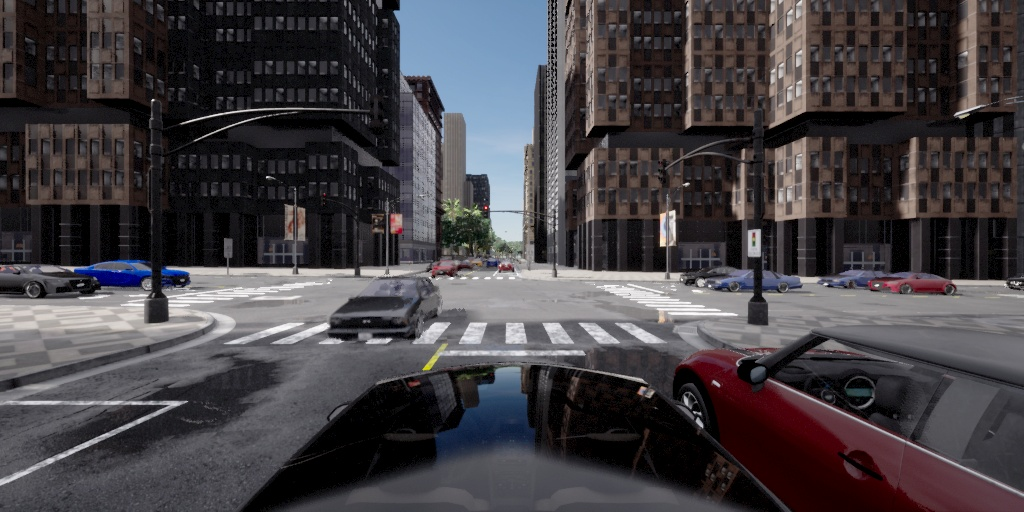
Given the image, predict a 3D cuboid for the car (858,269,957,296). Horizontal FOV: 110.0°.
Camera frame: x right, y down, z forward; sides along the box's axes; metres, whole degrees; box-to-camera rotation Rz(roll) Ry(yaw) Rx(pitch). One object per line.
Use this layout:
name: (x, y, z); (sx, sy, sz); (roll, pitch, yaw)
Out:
car: (25.060, 1.699, 22.616); (4.181, 1.385, 1.994); (1, 0, 1)

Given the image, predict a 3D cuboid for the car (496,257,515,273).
car: (-0.658, 1.197, 43.832); (1.967, 1.591, 4.097); (0, 0, 0)

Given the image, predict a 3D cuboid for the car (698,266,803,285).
car: (15.101, 1.539, 22.562); (5.357, 1.411, 2.033); (1, 0, 0)

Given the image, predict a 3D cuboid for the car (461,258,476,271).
car: (-6.569, 1.373, 50.373); (1.895, 1.301, 4.718); (0, 0, 0)

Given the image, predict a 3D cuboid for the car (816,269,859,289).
car: (25.306, 1.682, 25.886); (5.357, 1.411, 2.033); (1, 0, 0)

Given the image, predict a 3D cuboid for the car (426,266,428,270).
car: (-9.183, 1.324, 43.769); (1.948, 1.339, 4.313); (0, 0, 0)

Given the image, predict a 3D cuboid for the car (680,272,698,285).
car: (14.707, 1.459, 25.809); (5.008, 1.535, 1.882); (1, 0, -1)

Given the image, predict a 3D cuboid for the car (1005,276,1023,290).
car: (38.978, 1.837, 25.958); (4.892, 1.490, 1.837); (0, 0, 0)

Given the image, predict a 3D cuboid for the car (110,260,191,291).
car: (-19.850, 0.976, 18.864); (5.008, 1.535, 1.882); (1, 0, 0)

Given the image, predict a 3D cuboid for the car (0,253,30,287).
car: (-28.962, 0.722, 18.800); (4.553, 1.767, 2.097); (1, 0, 0)

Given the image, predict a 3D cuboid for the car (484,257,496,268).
car: (-3.483, 1.284, 64.831); (1.882, 1.535, 5.008); (0, 0, 0)

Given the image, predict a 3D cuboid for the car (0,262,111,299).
car: (-20.784, 1.053, 15.609); (4.181, 1.385, 1.994); (1, 0, 0)

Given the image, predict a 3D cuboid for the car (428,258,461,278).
car: (-6.334, 1.213, 34.128); (1.882, 1.535, 5.008); (0, 0, -2)

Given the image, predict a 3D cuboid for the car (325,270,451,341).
car: (-3.187, 1.293, 10.195); (2.033, 1.411, 5.357); (0, 0, -2)

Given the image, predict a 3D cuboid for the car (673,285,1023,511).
car: (2.763, 1.190, 2.445); (1.967, 1.591, 4.097); (0, 0, 0)
